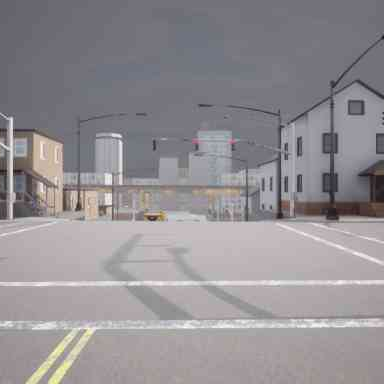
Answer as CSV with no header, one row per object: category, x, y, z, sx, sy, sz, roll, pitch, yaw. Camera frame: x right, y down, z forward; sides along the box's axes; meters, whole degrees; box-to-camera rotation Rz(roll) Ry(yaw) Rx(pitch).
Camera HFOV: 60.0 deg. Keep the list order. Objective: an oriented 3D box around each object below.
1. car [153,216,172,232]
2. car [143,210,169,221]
car,-3.776,4.235,43.667,2.128,1.511,4.902,0,-13,-1
car,-3.670,2.536,33.444,1.882,1.535,5.008,0,-9,1
